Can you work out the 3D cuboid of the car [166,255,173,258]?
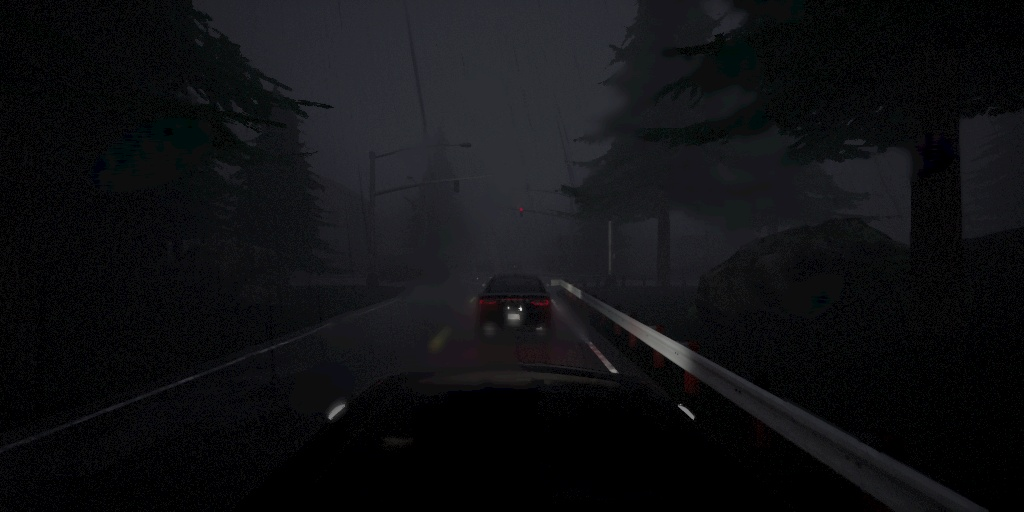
[{"bbox_3d":[-26.163,0.955,26.428,5.566,2.045,2.150,0,0,1],"label":"car"}]

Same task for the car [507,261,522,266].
[{"bbox_3d":[0.357,1.314,48.330,1.994,1.385,4.181,0,0,0],"label":"car"}]

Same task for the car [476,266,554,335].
[{"bbox_3d":[0.103,1.228,10.494,1.882,1.535,5.008,0,0,1],"label":"car"}]

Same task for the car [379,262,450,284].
[{"bbox_3d":[-7.047,1.214,26.175,5.008,1.535,1.882,0,0,1],"label":"car"}]

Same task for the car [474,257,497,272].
[{"bbox_3d":[-3.352,1.228,45.124,1.882,1.535,5.008,0,0,0],"label":"car"}]

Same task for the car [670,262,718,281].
[{"bbox_3d":[15.235,1.226,29.610,4.902,1.511,2.128,0,0,0],"label":"car"}]
